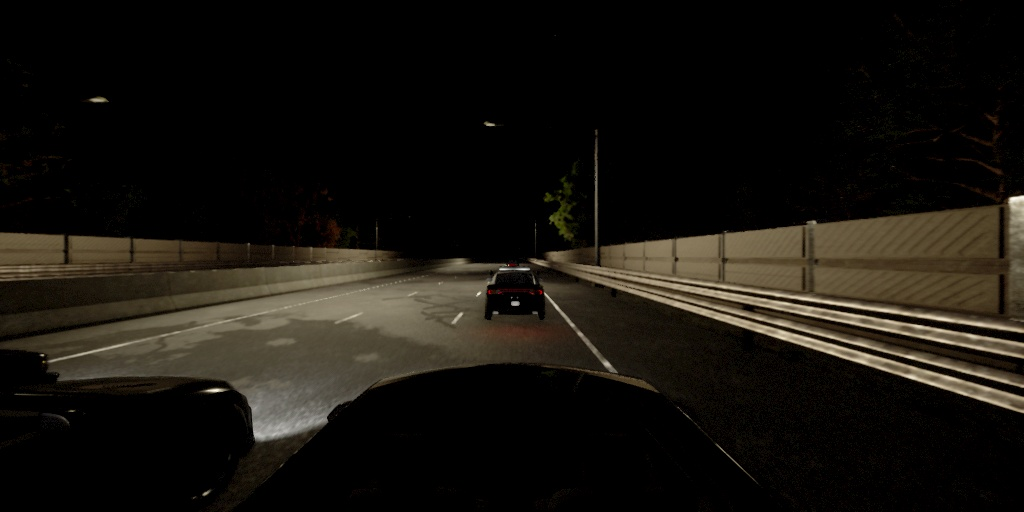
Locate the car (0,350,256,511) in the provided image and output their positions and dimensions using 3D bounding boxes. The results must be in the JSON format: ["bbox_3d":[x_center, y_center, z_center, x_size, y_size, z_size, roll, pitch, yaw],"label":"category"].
[{"bbox_3d":[-3.401,1.314,1.633,1.994,1.385,4.181,0,0,0],"label":"car"}]

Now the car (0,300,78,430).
[{"bbox_3d":[-6.901,1.298,2.183,2.033,1.411,5.357,0,0,0],"label":"car"}]

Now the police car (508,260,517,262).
[{"bbox_3d":[0.094,1.267,44.079,2.038,1.542,4.974,0,0,0],"label":"police car"}]

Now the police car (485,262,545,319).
[{"bbox_3d":[0.096,1.177,13.016,1.930,1.638,5.238,0,0,0],"label":"police car"}]
